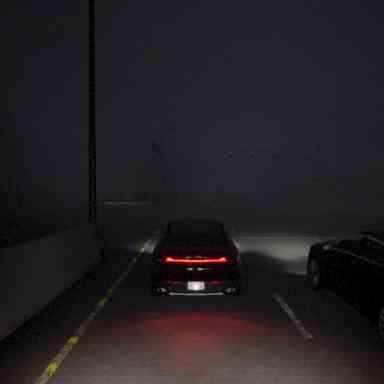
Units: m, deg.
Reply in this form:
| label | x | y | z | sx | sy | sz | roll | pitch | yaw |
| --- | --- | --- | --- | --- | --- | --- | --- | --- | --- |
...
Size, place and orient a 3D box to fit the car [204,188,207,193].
| label | x | y | z | sx | sy | sz | roll | pitch | yaw |
| --- | --- | --- | --- | --- | --- | --- | --- | --- | --- |
| car | 3.516 | -0.148 | 84.987 | 1.837 | 1.490 | 4.892 | 0 | 1 | 0 |

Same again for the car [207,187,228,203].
| label | x | y | z | sx | sy | sz | roll | pitch | yaw |
| --- | --- | --- | --- | --- | --- | --- | --- | --- | --- |
| car | 3.608 | 0.494 | 45.330 | 2.097 | 1.767 | 4.553 | 0 | 1 | 0 |

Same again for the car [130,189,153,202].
| label | x | y | z | sx | sy | sz | roll | pitch | yaw |
| --- | --- | --- | --- | --- | --- | --- | --- | --- | --- |
| car | -7.081 | 0.585 | 47.096 | 1.882 | 1.535 | 5.008 | 0 | 1 | 0 |

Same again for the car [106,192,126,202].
| label | x | y | z | sx | sy | sz | roll | pitch | yaw |
| --- | --- | --- | --- | --- | --- | --- | --- | --- | --- |
| car | -10.583 | 0.657 | 46.971 | 2.033 | 1.411 | 5.357 | 0 | 1 | 0 |

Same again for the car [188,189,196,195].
| label | x | y | z | sx | sy | sz | roll | pitch | yaw |
| --- | --- | --- | --- | --- | --- | --- | --- | --- | --- |
| car | 0.015 | -0.026 | 80.773 | 2.033 | 1.411 | 5.357 | 0 | 1 | 0 |

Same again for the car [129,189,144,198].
| label | x | y | z | sx | sy | sz | roll | pitch | yaw |
| --- | --- | --- | --- | --- | --- | --- | --- | --- | --- |
| car | -10.535 | 0.263 | 63.257 | 1.882 | 1.535 | 5.008 | 0 | 1 | 1 |

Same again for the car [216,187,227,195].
| label | x | y | z | sx | sy | sz | roll | pitch | yaw |
| --- | --- | --- | --- | --- | --- | --- | --- | --- | --- |
| car | 7.015 | -0.178 | 79.071 | 2.097 | 1.767 | 4.553 | 0 | 1 | 0 |

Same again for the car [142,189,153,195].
| label | x | y | z | sx | sy | sz | roll | pitch | yaw |
| --- | --- | --- | --- | --- | --- | --- | --- | --- | --- |
| car | -10.485 | 0.072 | 78.496 | 1.895 | 1.301 | 4.718 | 0 | 1 | 0 |

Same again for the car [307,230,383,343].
| label | x | y | z | sx | sy | sz | roll | pitch | yaw |
| --- | --- | --- | --- | --- | --- | --- | --- | --- | --- |
| car | 3.567 | 1.412 | 5.814 | 2.128 | 1.511 | 4.902 | 0 | 1 | 0 |

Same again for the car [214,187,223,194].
| label | x | y | z | sx | sy | sz | roll | pitch | yaw |
| --- | --- | --- | --- | --- | --- | --- | --- | --- | --- |
| car | 7.016 | -0.468 | 88.237 | 2.097 | 1.767 | 4.553 | 0 | 1 | 0 |

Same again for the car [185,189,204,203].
| label | x | y | z | sx | sy | sz | roll | pitch | yaw |
| --- | --- | --- | --- | --- | --- | --- | --- | --- | --- |
| car | 0.109 | 0.628 | 45.597 | 2.128 | 1.511 | 4.902 | 0 | 1 | 0 |

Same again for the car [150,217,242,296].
| label | x | y | z | sx | sy | sz | roll | pitch | yaw |
| --- | --- | --- | --- | --- | --- | --- | --- | --- | --- |
| car | 0.077 | 1.377 | 8.325 | 1.837 | 1.490 | 4.892 | 0 | 1 | 0 |

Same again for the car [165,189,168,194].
| label | x | y | z | sx | sy | sz | roll | pitch | yaw |
| --- | --- | --- | --- | --- | --- | --- | --- | --- | --- |
| car | -6.985 | -0.030 | 79.317 | 1.812 | 1.442 | 4.674 | 0 | 1 | 0 |

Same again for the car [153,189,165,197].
| label | x | y | z | sx | sy | sz | roll | pitch | yaw |
| --- | --- | --- | --- | --- | --- | --- | --- | --- | --- |
| car | -7.015 | 0.307 | 65.416 | 1.994 | 1.385 | 4.181 | 0 | 1 | 0 |
